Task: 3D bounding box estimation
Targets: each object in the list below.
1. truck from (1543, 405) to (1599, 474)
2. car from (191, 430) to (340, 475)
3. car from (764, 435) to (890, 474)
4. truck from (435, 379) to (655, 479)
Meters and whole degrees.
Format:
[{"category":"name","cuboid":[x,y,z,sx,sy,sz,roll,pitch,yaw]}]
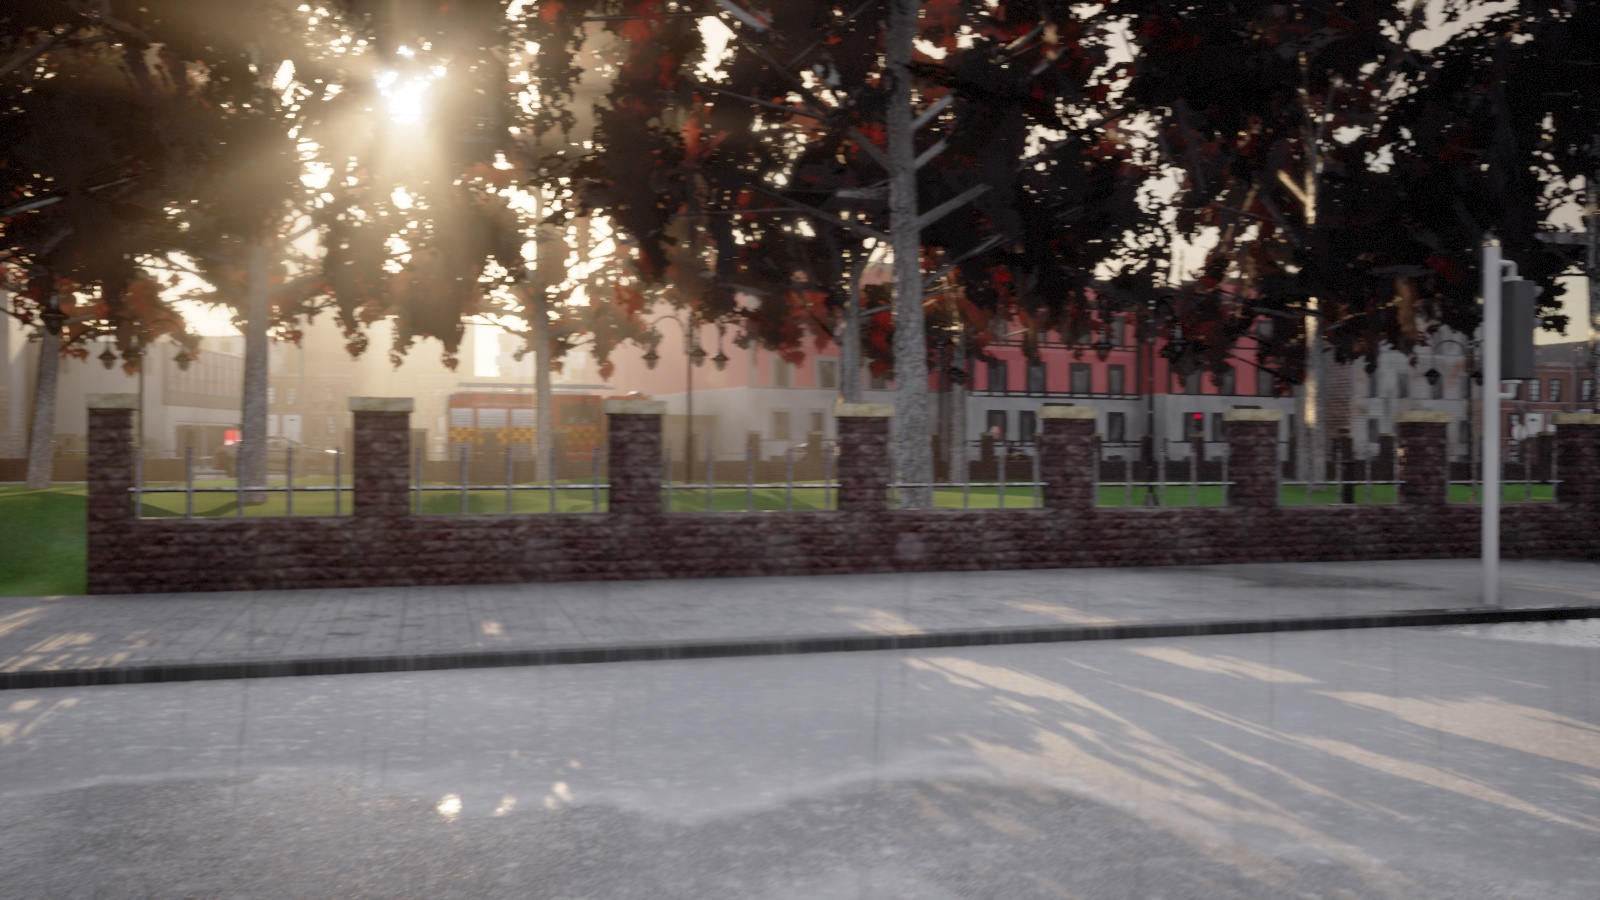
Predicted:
[{"category":"truck","cuboid":[47.587,-0.568,72.717,8.468,3.827,2.891,0,0,-17]},{"category":"car","cuboid":[-20.286,0.106,47.886,5.027,1.651,2.152,0,0,-17]},{"category":"car","cuboid":[1.168,0.199,54.413,5.027,1.651,2.152,0,0,-17]},{"category":"truck","cuboid":[-10.342,-0.794,50.903,8.468,3.827,2.891,0,0,-17]}]
